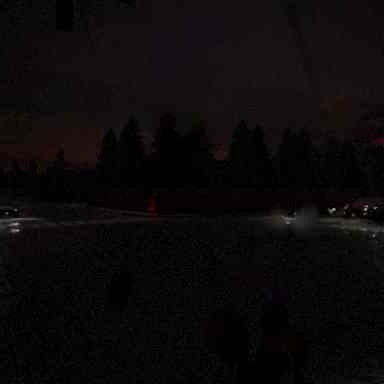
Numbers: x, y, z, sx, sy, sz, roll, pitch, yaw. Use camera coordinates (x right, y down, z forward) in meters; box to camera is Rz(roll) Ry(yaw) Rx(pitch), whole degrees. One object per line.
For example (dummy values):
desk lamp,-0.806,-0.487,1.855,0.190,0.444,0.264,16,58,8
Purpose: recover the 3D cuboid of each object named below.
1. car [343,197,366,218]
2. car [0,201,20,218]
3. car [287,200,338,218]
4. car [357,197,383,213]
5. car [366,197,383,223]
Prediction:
car,14.344,1.183,27.090,4.553,1.767,2.097,0,0,-35
car,-16.739,1.506,29.547,1.812,1.442,4.674,0,0,-36
car,10.491,1.393,28.684,5.357,1.411,2.033,0,0,-39
car,19.983,1.321,35.399,5.357,1.411,2.033,0,0,-35
car,14.762,1.065,23.093,5.566,2.045,2.150,0,0,-36
